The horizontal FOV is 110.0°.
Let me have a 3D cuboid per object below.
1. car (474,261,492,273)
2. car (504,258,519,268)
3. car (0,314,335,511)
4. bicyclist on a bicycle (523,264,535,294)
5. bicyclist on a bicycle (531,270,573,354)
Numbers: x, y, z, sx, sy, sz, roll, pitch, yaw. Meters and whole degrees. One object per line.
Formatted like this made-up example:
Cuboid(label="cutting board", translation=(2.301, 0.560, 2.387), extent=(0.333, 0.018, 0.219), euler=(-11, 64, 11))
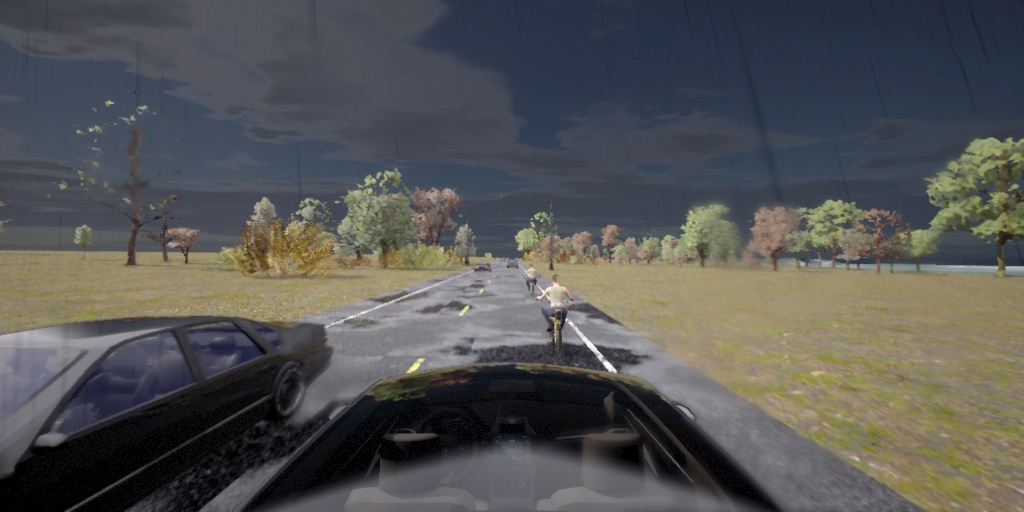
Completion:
Cuboid(label="car", translation=(-3.589, 1.327, 44.541), extent=(1.994, 1.385, 4.181), euler=(0, 0, 0))
Cuboid(label="car", translation=(0.109, 1.315, 60.813), extent=(2.033, 1.411, 5.357), euler=(0, 0, 0))
Cuboid(label="car", translation=(-3.601, 1.298, 3.084), extent=(2.033, 1.411, 5.357), euler=(0, 0, 0))
Cuboid(label="bicyclist on a bicycle", translation=(0.982, 1.192, 17.904), extent=(0.866, 1.612, 1.509), euler=(0, 0, 0))
Cuboid(label="bicyclist on a bicycle", translation=(0.946, 1.189, 7.799), extent=(0.866, 1.612, 1.509), euler=(0, 0, 0))
